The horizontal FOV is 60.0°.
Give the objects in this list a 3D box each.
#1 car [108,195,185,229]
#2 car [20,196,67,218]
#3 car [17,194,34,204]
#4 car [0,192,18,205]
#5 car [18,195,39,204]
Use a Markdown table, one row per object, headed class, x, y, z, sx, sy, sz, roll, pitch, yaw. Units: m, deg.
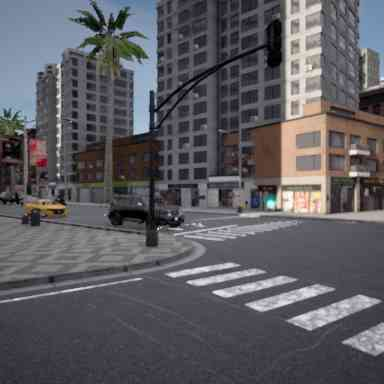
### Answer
| class | x | y | z | sx | sy | sz | roll | pitch | yaw |
| --- | --- | --- | --- | --- | --- | --- | --- | --- | --- |
| car | -3.029 | 1.205 | 21.050 | 5.566 | 2.045 | 2.150 | 0 | 0 | 40 |
| car | -12.978 | 1.409 | 29.496 | 5.008 | 1.535 | 1.882 | 0 | 0 | 42 |
| car | -23.114 | 1.360 | 47.867 | 4.674 | 1.442 | 1.812 | 0 | 0 | 45 |
| car | -30.208 | 0.990 | 54.784 | 2.150 | 2.045 | 5.566 | 0 | 0 | -44 |
| car | -28.168 | 1.268 | 57.347 | 1.837 | 1.490 | 4.892 | 0 | 0 | -44 |
